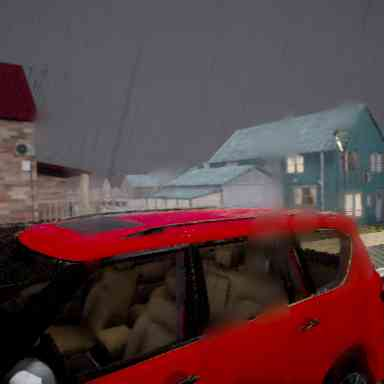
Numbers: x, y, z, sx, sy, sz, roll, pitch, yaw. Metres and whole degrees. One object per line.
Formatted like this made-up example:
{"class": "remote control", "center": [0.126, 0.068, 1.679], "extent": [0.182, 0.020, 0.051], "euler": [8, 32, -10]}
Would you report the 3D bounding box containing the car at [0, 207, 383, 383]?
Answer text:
{"class": "car", "center": [-0.587, 1.210, 2.653], "extent": [5.566, 2.045, 2.150], "euler": [-1, 0, -35]}
